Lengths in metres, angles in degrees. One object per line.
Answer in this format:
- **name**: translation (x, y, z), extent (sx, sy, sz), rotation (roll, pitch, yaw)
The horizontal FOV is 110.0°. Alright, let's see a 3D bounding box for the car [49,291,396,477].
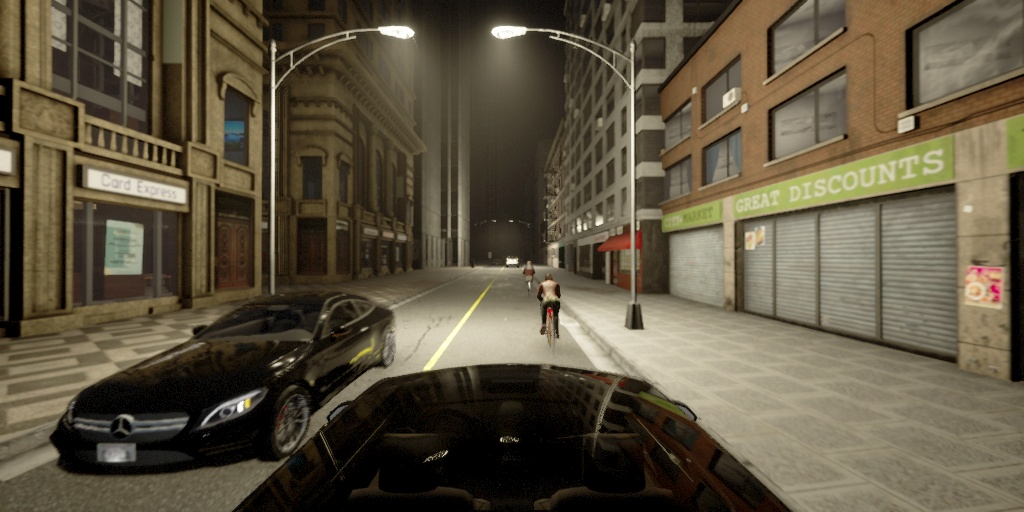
- **car**: translation (-3.087, 1.277, 5.119), extent (1.812, 1.442, 4.674), rotation (0, 0, 0)

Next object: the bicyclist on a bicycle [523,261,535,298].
- **bicyclist on a bicycle**: translation (0.826, 1.124, 17.468), extent (0.659, 1.776, 1.843), rotation (0, 0, 0)

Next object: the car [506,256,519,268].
- **car**: translation (0.100, 1.008, 63.963), extent (2.150, 2.045, 5.566), rotation (0, -1, 0)

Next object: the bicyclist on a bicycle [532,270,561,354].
- **bicyclist on a bicycle**: translation (0.826, 1.204, 7.866), extent (0.582, 1.620, 1.656), rotation (0, 0, 0)
